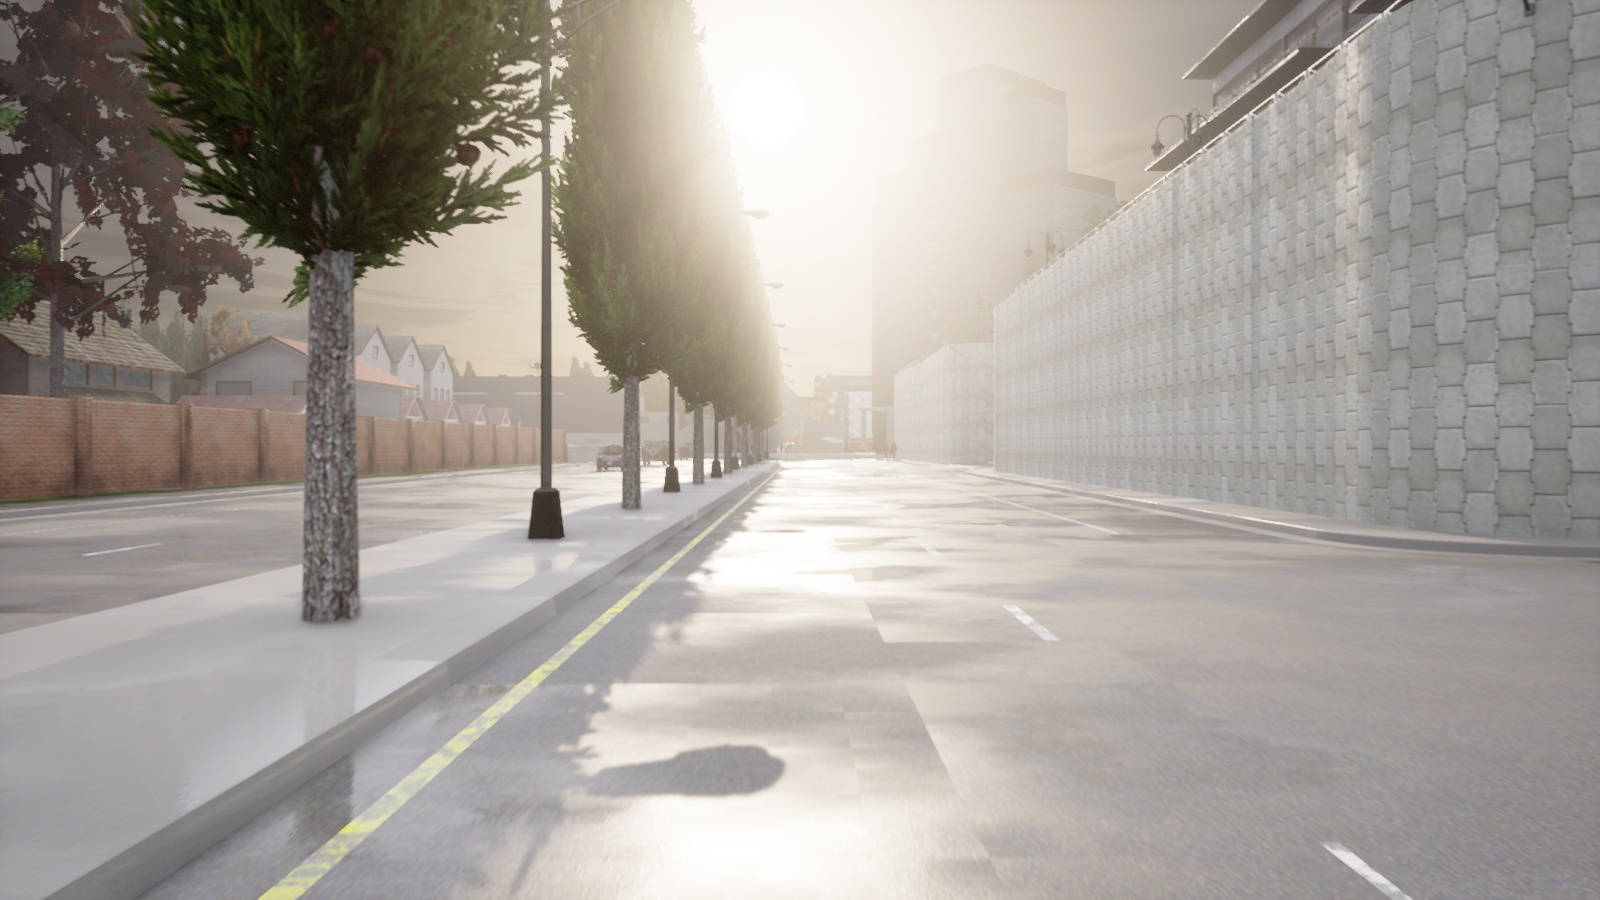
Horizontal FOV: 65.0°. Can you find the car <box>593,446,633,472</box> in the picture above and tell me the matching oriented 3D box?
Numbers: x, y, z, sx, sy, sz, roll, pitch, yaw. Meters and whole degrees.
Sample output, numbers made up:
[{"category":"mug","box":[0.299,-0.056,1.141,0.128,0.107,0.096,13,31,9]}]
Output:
[{"category":"car","box":[-11.054,0.491,74.509,1.845,1.501,3.633,0,0,0]}]

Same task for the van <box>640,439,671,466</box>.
[{"category":"van","box":[-10.934,0.162,95.277,1.775,1.987,4.442,0,0,0]}]
